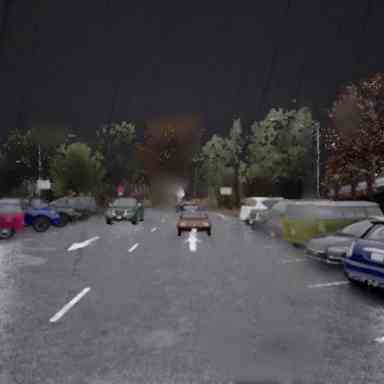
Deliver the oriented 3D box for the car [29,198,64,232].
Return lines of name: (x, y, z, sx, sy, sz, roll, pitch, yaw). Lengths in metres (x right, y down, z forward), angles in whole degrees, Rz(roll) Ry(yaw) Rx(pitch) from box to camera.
car: (-10.951, 1.401, 20.124, 5.566, 2.045, 2.435, -1, -1, -20)

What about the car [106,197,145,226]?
car: (-5.060, 1.434, 25.926, 2.150, 2.045, 5.566, 0, 0, 0)

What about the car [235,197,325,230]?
car: (6.003, 1.424, 22.887, 5.566, 2.045, 2.435, 1, -1, -20)

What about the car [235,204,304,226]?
car: (6.002, 1.729, 25.909, 4.792, 1.488, 2.163, 1, -1, -20)

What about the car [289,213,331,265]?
car: (5.969, 1.578, 10.776, 4.892, 1.521, 2.231, 1, 0, -20)

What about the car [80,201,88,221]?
car: (-10.945, 1.730, 26.048, 4.792, 1.488, 2.163, -1, -1, -20)

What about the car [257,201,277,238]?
car: (6.005, 1.501, 16.828, 4.553, 1.767, 2.185, 1, 0, -20)

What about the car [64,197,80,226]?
car: (-10.945, 1.425, 23.083, 5.566, 2.045, 2.435, -1, -1, -20)

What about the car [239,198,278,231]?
car: (5.958, 1.399, 19.827, 5.566, 2.045, 2.435, 1, 0, -20)

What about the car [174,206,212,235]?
car: (0.130, 1.765, 19.919, 1.895, 1.301, 4.718, 0, 0, 0)

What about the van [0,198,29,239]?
van: (-11.087, 1.404, 17.106, 4.442, 1.987, 1.878, -1, 0, -20)

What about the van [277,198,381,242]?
van: (6.077, 1.378, 13.846, 4.442, 1.987, 1.878, 1, -1, -20)

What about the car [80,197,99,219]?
car: (-10.982, 1.473, 28.967, 5.566, 2.045, 2.435, -1, 0, -20)

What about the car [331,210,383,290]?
car: (5.921, 1.426, 7.757, 4.553, 1.767, 2.185, 1, -1, -20)

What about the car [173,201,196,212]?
car: (-0.765, 1.799, 37.664, 2.128, 1.511, 4.902, 1, -1, -16)
